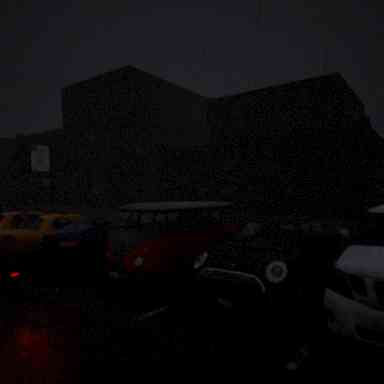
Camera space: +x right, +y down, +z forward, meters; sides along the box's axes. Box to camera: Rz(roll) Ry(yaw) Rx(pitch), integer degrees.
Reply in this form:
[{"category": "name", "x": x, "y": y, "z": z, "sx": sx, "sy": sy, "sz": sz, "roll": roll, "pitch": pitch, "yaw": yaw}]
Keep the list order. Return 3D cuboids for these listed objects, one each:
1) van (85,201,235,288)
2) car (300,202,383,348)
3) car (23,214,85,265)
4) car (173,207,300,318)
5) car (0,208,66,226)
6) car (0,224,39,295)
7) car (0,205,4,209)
[{"category": "van", "x": -0.426, "y": 1.255, "z": 9.155, "sx": 1.878, "sy": 1.987, "sz": 4.442, "roll": 0, "pitch": 0, "yaw": 36}, {"category": "car", "x": 4.097, "y": 1.228, "z": 5.995, "sx": 2.435, "sy": 2.045, "sz": 5.566, "roll": 0, "pitch": 0, "yaw": 36}, {"category": "car", "x": -2.595, "y": 1.519, "z": 10.864, "sx": 2.002, "sy": 1.452, "sz": 4.674, "roll": 0, "pitch": 0, "yaw": 36}, {"category": "car", "x": 1.896, "y": 1.356, "z": 7.659, "sx": 2.185, "sy": 1.767, "sz": 4.553, "roll": 0, "pitch": 0, "yaw": 36}, {"category": "car", "x": -4.718, "y": 1.473, "z": 12.631, "sx": 1.946, "sy": 1.575, "sz": 5.366, "roll": 0, "pitch": 0, "yaw": 36}, {"category": "car", "x": -5.619, "y": 1.525, "z": 7.451, "sx": 4.674, "sy": 1.442, "sz": 1.812, "roll": 0, "pitch": 0, "yaw": 36}, {"category": "car", "x": -6.955, "y": 1.468, "z": 14.248, "sx": 1.946, "sy": 1.575, "sz": 5.366, "roll": 0, "pitch": 0, "yaw": 36}]
